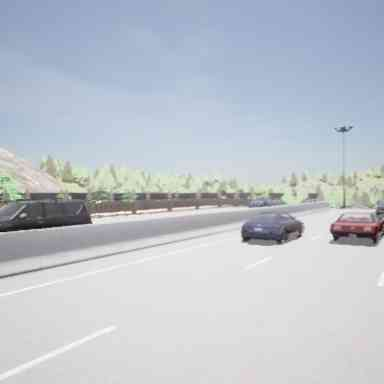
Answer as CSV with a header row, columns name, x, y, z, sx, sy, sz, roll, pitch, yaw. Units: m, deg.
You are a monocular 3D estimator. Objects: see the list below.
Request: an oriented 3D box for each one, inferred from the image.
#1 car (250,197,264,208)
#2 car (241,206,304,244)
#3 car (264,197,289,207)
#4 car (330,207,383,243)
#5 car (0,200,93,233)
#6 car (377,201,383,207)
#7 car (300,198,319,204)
name,x,y,z,sx,sy,sz,roll,pitch,yaw
car,10.577,1.580,50.902,2.097,1.767,4.553,-1,-1,35
car,4.059,1.625,16.386,1.994,1.385,4.181,-1,0,34
car,12.269,1.734,47.183,1.994,1.385,4.181,-1,-1,35
car,8.241,1.623,16.310,1.895,1.301,4.718,-1,0,34
car,-6.650,1.364,13.533,2.150,2.045,5.566,-1,0,34
car,18.321,1.563,30.972,2.033,1.411,5.357,-1,0,35
car,17.009,1.663,47.901,2.128,1.511,4.902,-1,-1,35
